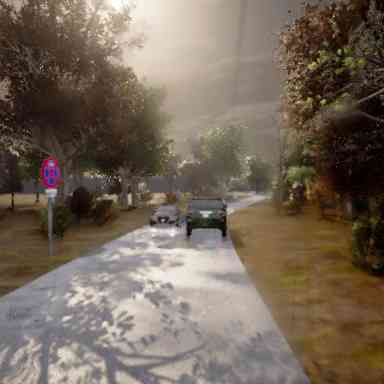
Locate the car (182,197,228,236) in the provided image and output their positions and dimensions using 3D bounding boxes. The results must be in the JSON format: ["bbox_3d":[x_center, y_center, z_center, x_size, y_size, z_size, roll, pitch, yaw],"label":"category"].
[{"bbox_3d":[0.900,1.289,19.255,2.150,2.045,5.566,0,-1,4],"label":"car"}]

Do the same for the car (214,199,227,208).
[{"bbox_3d":[5.624,2.191,64.911,1.837,1.490,4.892,1,0,14],"label":"car"}]

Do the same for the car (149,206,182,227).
[{"bbox_3d":[-1.695,1.648,23.455,1.994,1.385,4.181,0,-1,5],"label":"car"}]

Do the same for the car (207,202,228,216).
[{"bbox_3d":[2.926,1.866,37.212,1.994,1.385,4.181,1,-1,8],"label":"car"}]
